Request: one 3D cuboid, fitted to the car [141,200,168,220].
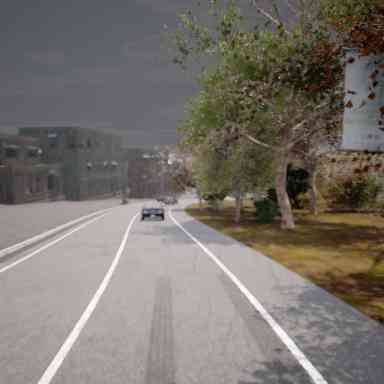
[{"bbox_3d":[-3.312,1.602,28.421,1.895,1.301,4.718,-1,0,-6],"label":"car"}]

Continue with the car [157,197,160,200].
[{"bbox_3d":[-5.604,1.415,65.995,1.895,1.301,4.718,1,0,10],"label":"car"}]

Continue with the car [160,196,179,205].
[{"bbox_3d":[-3.578,1.429,57.914,2.033,1.411,5.357,0,0,6],"label":"car"}]
